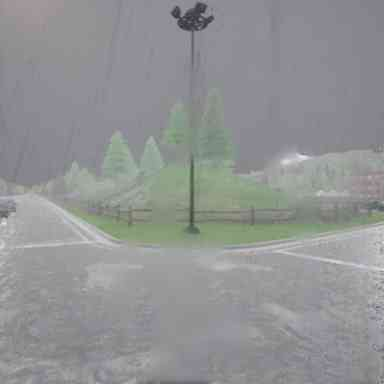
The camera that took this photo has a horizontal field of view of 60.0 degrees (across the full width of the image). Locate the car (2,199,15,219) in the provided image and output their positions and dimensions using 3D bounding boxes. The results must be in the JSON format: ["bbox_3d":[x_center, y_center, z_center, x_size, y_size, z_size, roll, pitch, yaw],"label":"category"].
[{"bbox_3d":[-17.614,1.612,30.312,1.837,1.490,4.892,0,-1,-25],"label":"car"}]

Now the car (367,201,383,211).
[{"bbox_3d":[26.268,1.924,46.343,1.812,1.442,4.674,0,0,3],"label":"car"}]

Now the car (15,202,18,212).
[{"bbox_3d":[-22.157,1.651,40.061,1.837,1.490,4.892,0,0,-25],"label":"car"}]

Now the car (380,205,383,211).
[{"bbox_3d":[13.419,1.673,20.116,2.128,1.511,4.902,0,0,45],"label":"car"}]

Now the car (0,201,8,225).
[{"bbox_3d":[-13.615,1.563,21.752,2.128,1.511,4.902,0,0,-25],"label":"car"}]
